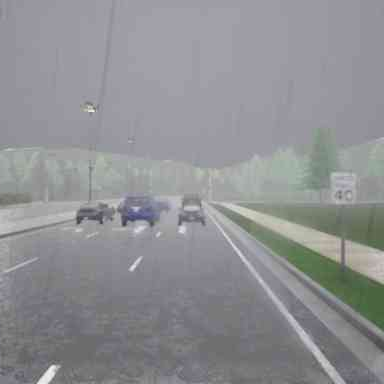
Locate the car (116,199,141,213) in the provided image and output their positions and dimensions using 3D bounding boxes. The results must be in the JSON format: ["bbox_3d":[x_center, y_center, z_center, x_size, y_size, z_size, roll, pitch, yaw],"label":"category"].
[{"bbox_3d":[-7.009,1.567,37.363,1.994,1.385,4.181,0,0,0],"label":"car"}]

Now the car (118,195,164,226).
[{"bbox_3d":[-3.509,1.225,23.508,2.150,2.045,5.566,0,0,0],"label":"car"}]

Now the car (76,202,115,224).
[{"bbox_3d":[-7.002,1.506,24.481,1.837,1.490,4.892,0,0,0],"label":"car"}]

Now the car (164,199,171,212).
[{"bbox_3d":[-3.509,1.481,38.541,1.882,1.535,5.008,0,0,0],"label":"car"}]

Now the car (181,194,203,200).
[{"bbox_3d":[-0.013,1.227,36.578,2.150,2.045,5.566,0,0,0],"label":"car"}]

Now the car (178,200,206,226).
[{"bbox_3d":[-0.011,1.528,23.586,1.812,1.442,4.674,0,0,0],"label":"car"}]
